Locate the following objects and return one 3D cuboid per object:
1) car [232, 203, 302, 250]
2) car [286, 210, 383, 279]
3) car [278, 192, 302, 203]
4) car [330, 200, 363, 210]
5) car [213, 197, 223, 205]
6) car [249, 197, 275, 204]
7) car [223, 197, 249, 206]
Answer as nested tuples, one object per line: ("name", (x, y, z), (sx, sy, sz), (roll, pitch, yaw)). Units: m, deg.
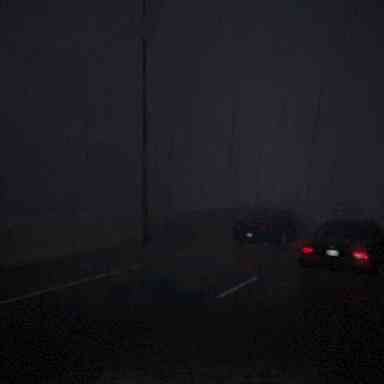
("car", (3.545, 1.434, 14.277), (1.882, 1.535, 5.008), (0, 0, 35))
("car", (4.844, 1.507, 10.072), (2.033, 1.411, 5.357), (0, 0, 36))
("car", (14.499, 1.065, 48.818), (2.150, 2.045, 5.566), (0, 0, 34))
("car", (12.720, 1.384, 27.291), (2.128, 1.511, 4.902), (0, 0, 35))
("car", (5.068, 1.435, 53.557), (1.994, 1.385, 4.181), (0, 0, 34))
("car", (10.582, 1.457, 49.239), (1.895, 1.301, 4.718), (0, 0, 34))
("car", (6.956, 1.471, 50.105), (1.895, 1.301, 4.718), (0, 0, 34))
